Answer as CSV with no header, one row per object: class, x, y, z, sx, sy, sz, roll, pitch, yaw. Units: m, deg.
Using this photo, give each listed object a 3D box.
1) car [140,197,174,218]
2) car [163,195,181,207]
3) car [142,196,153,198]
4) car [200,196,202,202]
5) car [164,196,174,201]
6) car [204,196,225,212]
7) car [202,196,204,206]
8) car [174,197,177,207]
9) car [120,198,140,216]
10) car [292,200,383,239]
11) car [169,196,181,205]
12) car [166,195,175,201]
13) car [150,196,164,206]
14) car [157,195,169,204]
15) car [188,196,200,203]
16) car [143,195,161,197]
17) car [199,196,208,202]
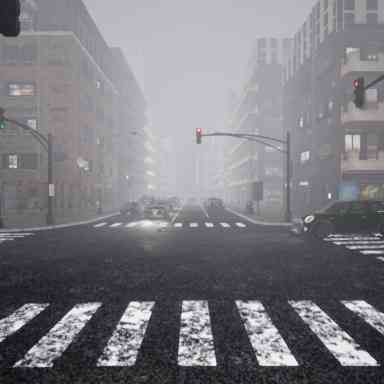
car,-3.108,1.497,30.602,2.128,1.511,4.902,0,0,1
car,-3.117,1.577,49.879,1.994,1.385,4.181,0,0,0
car,-5.711,1.533,37.683,1.752,1.417,4.829,0,0,0
car,2.659,1.597,54.907,1.802,1.307,4.206,0,0,0
car,-5.739,1.587,83.311,2.008,1.369,4.403,0,0,0
car,2.669,1.447,37.859,1.967,1.590,4.097,0,0,0
car,2.665,1.450,43.542,1.967,1.590,4.097,0,0,0
car,-3.121,1.609,39.901,1.895,1.301,4.718,0,0,0
car,-5.708,1.571,32.170,1.947,1.339,4.313,0,0,0
car,7.181,1.188,15.858,4.553,1.767,2.097,-1,0,-1
car,-3.080,1.496,59.889,1.882,1.535,5.008,0,0,0
car,-5.742,1.592,88.994,2.008,1.369,4.403,0,0,0
car,-5.721,1.456,54.900,1.967,1.590,4.097,0,0,0
car,-5.728,1.463,66.265,1.967,1.590,4.097,0,0,0
car,0.003,1.537,70.587,2.128,1.511,4.902,0,0,0
car,-5.715,1.325,43.535,2.192,1.841,5.009,0,0,0
car,2.645,1.583,77.636,2.008,1.369,4.403,0,0,0
